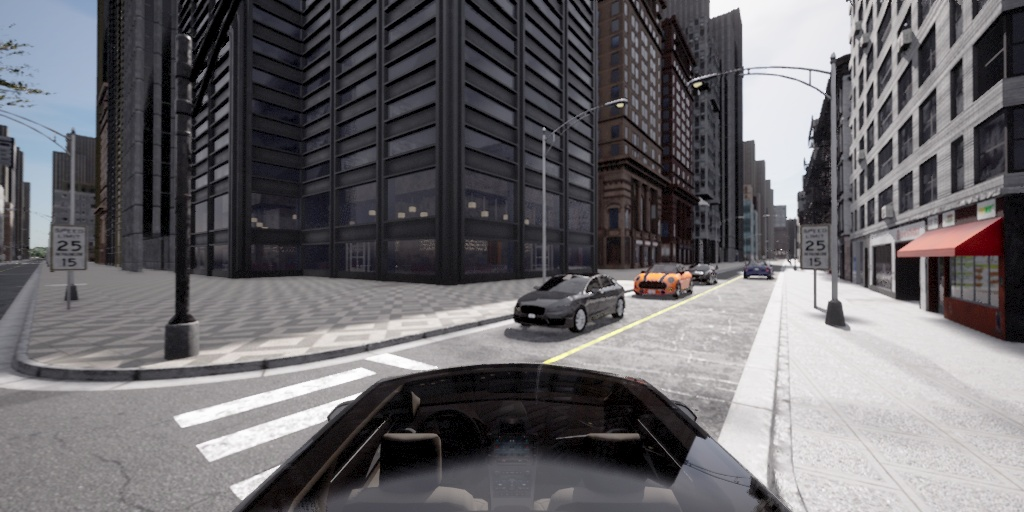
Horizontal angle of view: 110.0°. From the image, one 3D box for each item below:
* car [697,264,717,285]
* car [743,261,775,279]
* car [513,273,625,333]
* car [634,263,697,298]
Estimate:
[{"bbox_3d":[14.428,1.355,27.464,1.837,1.490,4.892,0,0,37],"label":"car"},{"bbox_3d":[23.271,1.216,33.870,2.097,1.767,4.553,0,0,38],"label":"car"},{"bbox_3d":[1.977,1.296,11.146,1.837,1.490,4.892,0,0,37],"label":"car"},{"bbox_3d":[8.212,1.173,19.326,2.097,1.767,4.553,0,0,37],"label":"car"}]
